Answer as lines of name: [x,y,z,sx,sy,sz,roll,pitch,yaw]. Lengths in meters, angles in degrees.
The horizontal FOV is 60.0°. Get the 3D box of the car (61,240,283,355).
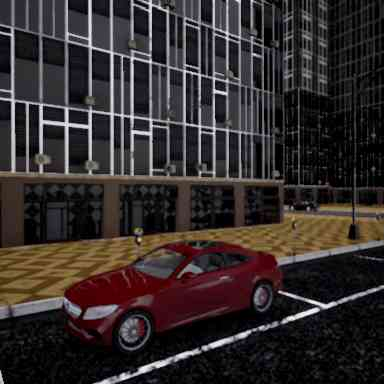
car: [-0.117,1.581,6.019,4.206,1.307,1.802,0,0,-36]

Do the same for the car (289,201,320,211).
car: [15.249,1.887,45.367,2.008,1.369,4.403,-1,0,-36]
